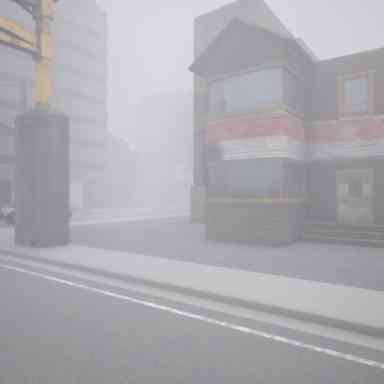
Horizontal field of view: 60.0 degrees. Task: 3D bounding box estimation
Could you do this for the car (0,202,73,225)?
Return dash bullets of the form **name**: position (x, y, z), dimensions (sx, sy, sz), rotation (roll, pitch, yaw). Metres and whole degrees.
- **car**: position (-10.705, 1.450, 23.515), dimensions (2.038, 1.542, 4.974), rotation (0, 0, 16)
